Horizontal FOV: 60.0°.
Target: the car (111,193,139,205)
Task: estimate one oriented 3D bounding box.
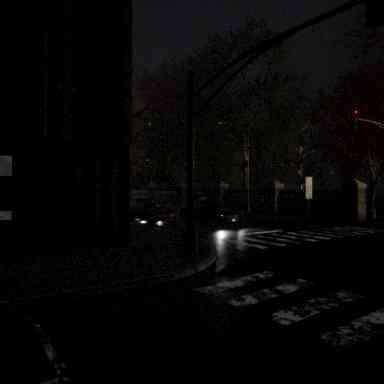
[{"bbox_3d":[-8.866,0.864,43.817,2.008,1.369,4.403,1,0,-36],"label":"car"}]

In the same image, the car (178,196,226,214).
[{"bbox_3d":[0.809,1.129,30.524,1.752,1.417,4.829,1,0,-36],"label":"car"}]

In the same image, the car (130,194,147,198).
[{"bbox_3d":[-4.394,1.093,27.820,1.812,1.442,4.674,0,1,-36],"label":"car"}]

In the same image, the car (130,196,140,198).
[{"bbox_3d":[-5.870,1.158,25.459,1.802,1.307,4.206,2,0,-36],"label":"car"}]

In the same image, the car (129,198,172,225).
[{"bbox_3d":[-2.612,1.257,20.983,1.802,1.307,4.206,2,0,-36],"label":"car"}]

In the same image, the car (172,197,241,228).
[{"bbox_3d":[0.967,1.255,20.448,1.812,1.442,4.674,0,1,-36],"label":"car"}]
